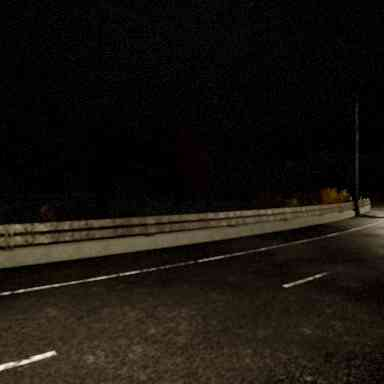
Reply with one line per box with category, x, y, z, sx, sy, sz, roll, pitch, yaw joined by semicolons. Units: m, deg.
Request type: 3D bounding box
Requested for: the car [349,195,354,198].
car;40.124;1.153;86.892;1.837;1.490;4.892;0;0;1
